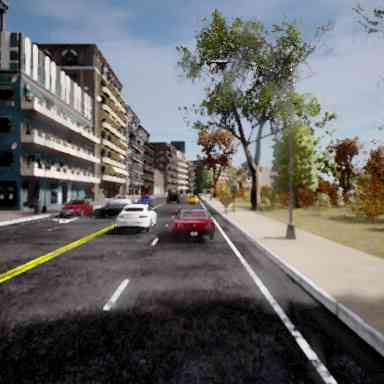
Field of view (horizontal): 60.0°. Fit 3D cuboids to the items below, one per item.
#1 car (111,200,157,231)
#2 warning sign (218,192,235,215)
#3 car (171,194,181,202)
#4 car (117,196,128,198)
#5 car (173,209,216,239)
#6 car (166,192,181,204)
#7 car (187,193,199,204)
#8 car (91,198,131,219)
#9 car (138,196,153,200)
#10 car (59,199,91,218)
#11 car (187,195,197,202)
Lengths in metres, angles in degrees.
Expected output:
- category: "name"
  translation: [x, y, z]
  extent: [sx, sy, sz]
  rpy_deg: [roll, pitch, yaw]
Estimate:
- category: "car"
  translation: [-3.156, 1.430, 19.481]
  extent: [1.812, 1.442, 4.674]
  rpy_deg: [0, 0, 0]
- category: "warning sign"
  translation: [2.853, 0.979, 27.913]
  extent: [1.300, 1.860, 1.060]
  rpy_deg: [-1, 0, 0]
- category: "car"
  translation: [-3.221, 1.149, 67.982]
  extent: [1.837, 1.490, 4.892]
  rpy_deg: [0, 0, 0]
- category: "car"
  translation: [-9.812, 1.298, 46.972]
  extent: [1.812, 1.442, 4.674]
  rpy_deg: [0, 0, 0]
- category: "car"
  translation: [0.106, 1.518, 16.754]
  extent: [1.895, 1.301, 4.718]
  rpy_deg: [0, 0, 0]
- category: "car"
  translation: [-3.226, 0.945, 57.589]
  extent: [2.150, 2.045, 5.566]
  rpy_deg: [0, 0, 0]
- category: "car"
  translation: [0.024, 1.201, 57.559]
  extent: [1.882, 1.535, 5.008]
  rpy_deg: [0, 0, 0]
- category: "car"
  translation: [-6.588, 1.464, 27.844]
  extent: [1.895, 1.301, 4.718]
  rpy_deg: [0, 0, 0]
- category: "car"
  translation: [-6.562, 1.299, 46.841]
  extent: [1.812, 1.442, 4.674]
  rpy_deg: [0, 0, 0]
- category: "car"
  translation: [-9.836, 1.385, 28.716]
  extent: [1.812, 1.442, 4.674]
  rpy_deg: [0, 0, 0]
- category: "car"
  translation: [0.029, 1.268, 68.012]
  extent: [1.895, 1.301, 4.718]
  rpy_deg: [0, 0, 0]
